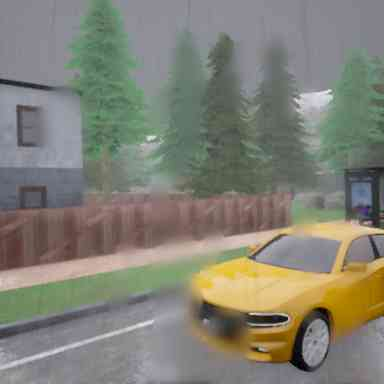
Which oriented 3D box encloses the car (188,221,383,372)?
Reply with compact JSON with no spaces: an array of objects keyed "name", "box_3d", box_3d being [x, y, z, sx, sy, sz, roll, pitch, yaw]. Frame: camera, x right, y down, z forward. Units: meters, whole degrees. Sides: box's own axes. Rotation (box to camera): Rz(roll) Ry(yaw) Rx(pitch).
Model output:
[{"name":"car","box_3d":[2.216,1.329,5.670,5.008,1.535,1.882,-2,1,-37]}]
